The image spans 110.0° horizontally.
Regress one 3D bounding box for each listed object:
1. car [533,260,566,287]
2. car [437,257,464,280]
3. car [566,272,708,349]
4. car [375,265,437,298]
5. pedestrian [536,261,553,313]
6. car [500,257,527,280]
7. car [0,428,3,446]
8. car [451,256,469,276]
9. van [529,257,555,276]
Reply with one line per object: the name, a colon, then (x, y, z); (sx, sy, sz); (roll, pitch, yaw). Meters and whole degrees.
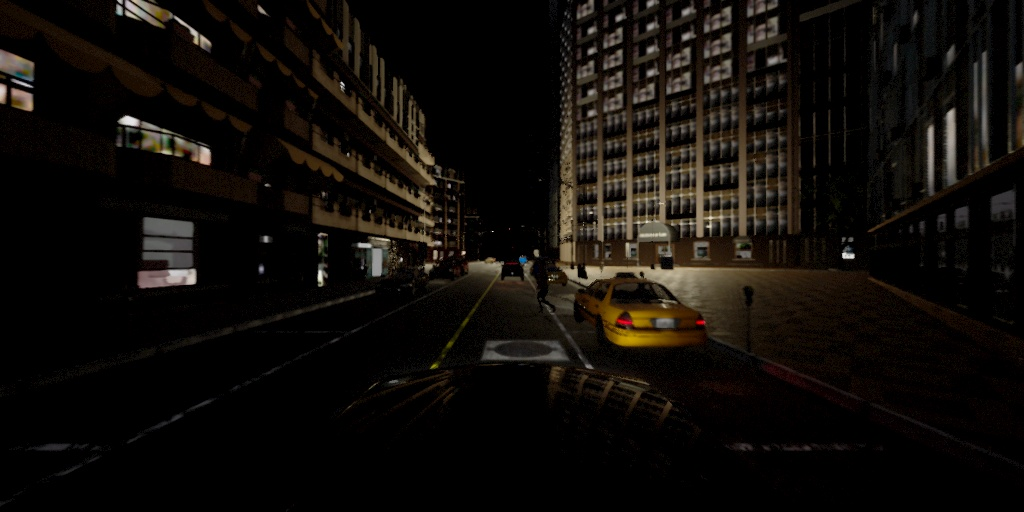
car: (2.561, 1.176, 23.514); (1.751, 1.417, 4.829); (0, 0, 0)
car: (-5.320, 1.068, 28.870); (1.967, 1.591, 4.097); (0, 0, 0)
car: (2.748, 1.171, 8.997); (1.801, 1.575, 5.366); (0, 0, 0)
car: (-5.318, 1.224, 17.800); (2.007, 1.370, 4.403); (0, 0, 0)
pedestrian: (1.076, 0.995, 11.995); (0.375, 1.860, 0.375); (0, 0, 0)
car: (0.053, 1.117, 29.689); (2.128, 1.511, 4.902); (0, 0, 0)
car: (-5.315, 1.193, 1.191); (1.967, 1.591, 4.097); (0, 0, 0)
car: (-5.321, 0.922, 34.406); (2.192, 1.841, 5.009); (0, 0, 0)
van: (2.561, 0.969, 28.877); (1.690, 1.789, 3.998); (0, 0, 0)
